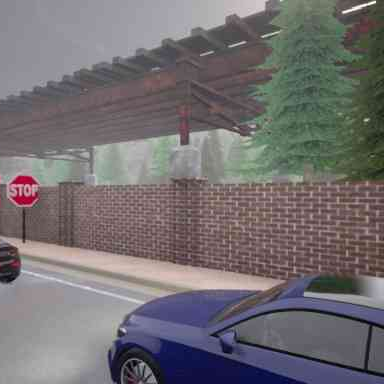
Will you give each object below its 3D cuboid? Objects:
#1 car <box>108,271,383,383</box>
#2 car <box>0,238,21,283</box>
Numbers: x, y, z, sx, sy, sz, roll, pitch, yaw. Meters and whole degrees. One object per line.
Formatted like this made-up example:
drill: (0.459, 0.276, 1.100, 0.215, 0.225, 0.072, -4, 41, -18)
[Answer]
car: (1.257, 1.526, 3.095, 4.674, 1.442, 1.812, 0, 0, 36)
car: (-6.090, 1.526, 8.336, 4.674, 1.442, 1.812, 0, 0, 35)
